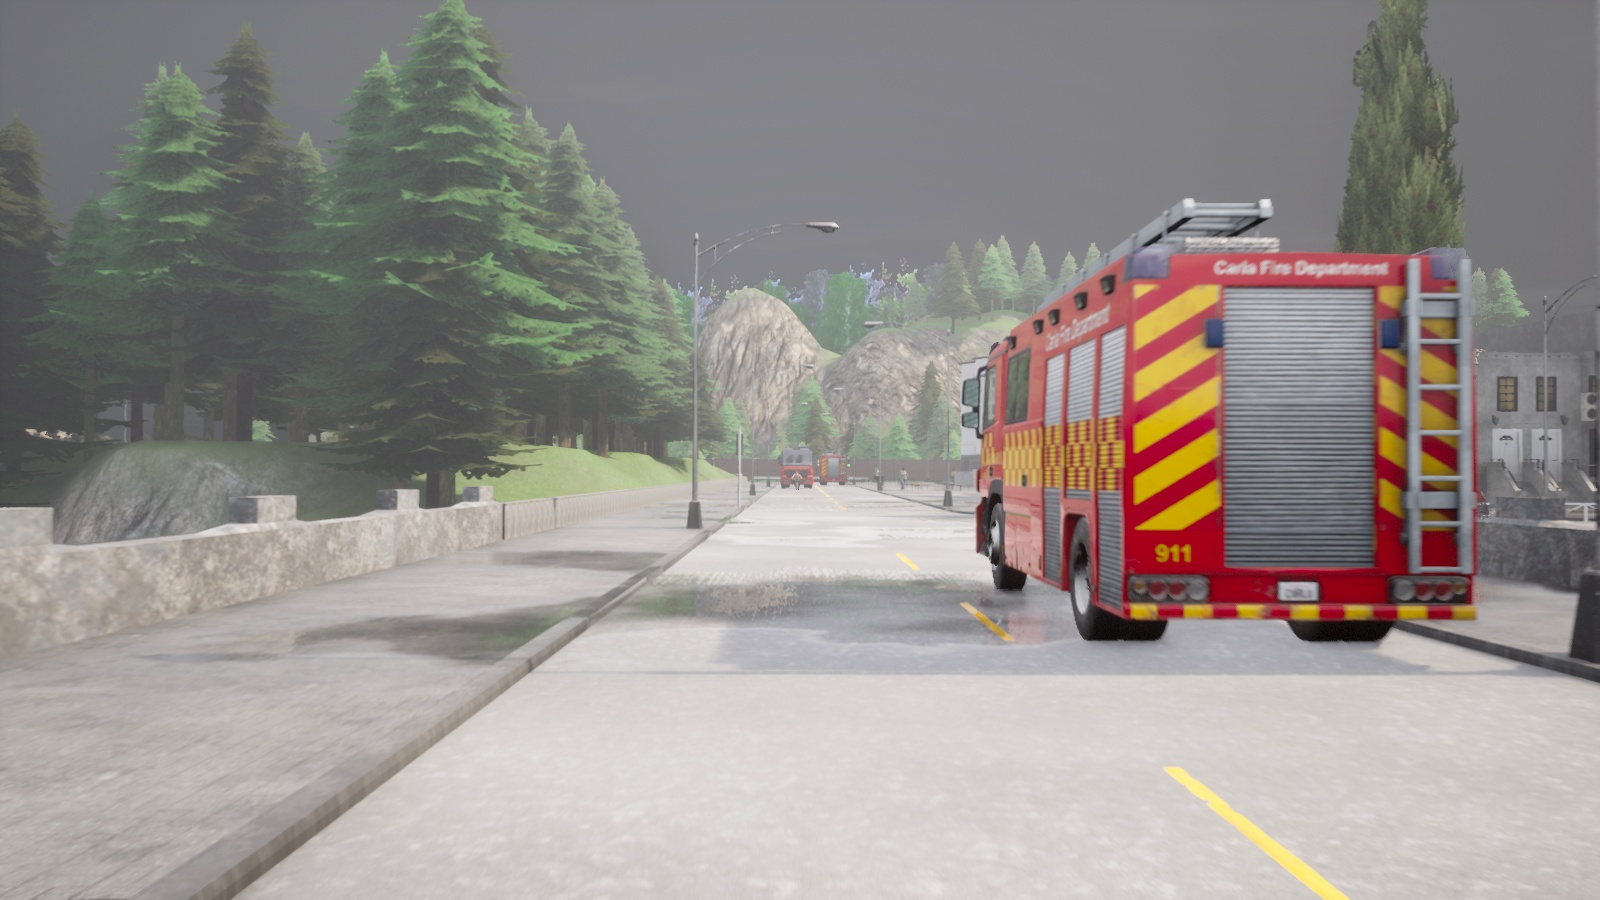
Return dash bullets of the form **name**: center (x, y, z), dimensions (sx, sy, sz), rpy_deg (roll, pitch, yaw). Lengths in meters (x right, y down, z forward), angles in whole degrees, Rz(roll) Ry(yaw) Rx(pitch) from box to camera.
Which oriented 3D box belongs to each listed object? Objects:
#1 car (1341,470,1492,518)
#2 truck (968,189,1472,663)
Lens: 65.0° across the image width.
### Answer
- **car**: center (19.536, 1.370, 39.896), dimensions (3.806, 1.475, 1.970), rpy_deg (0, -1, 0)
- **truck**: center (3.963, -0.125, 14.403), dimensions (2.891, 3.827, 8.468), rpy_deg (0, -1, 0)
